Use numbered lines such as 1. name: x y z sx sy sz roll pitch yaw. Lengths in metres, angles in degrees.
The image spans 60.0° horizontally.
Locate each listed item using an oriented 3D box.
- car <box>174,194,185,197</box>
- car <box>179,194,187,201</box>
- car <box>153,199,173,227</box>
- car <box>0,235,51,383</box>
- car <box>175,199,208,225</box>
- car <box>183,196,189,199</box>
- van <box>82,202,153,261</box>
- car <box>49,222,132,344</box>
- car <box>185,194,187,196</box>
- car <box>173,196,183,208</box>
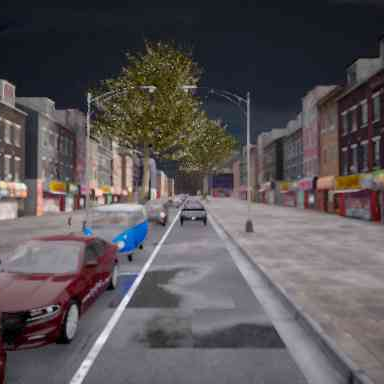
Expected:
1. car: -2.606 1.589 56.123 1.752 1.417 4.829 2 0 0
2. car: -2.593 1.476 95.039 2.192 1.841 5.009 1 0 0
3. car: -2.609 1.457 23.082 1.967 1.590 4.097 2 0 0
4. car: -2.610 1.316 0.941 2.192 1.841 5.009 2 0 0
5. car: 0.105 1.509 24.201 2.128 1.511 4.902 0 0 0
6. car: 0.109 1.603 42.598 1.994 1.385 4.181 0 0 0
7. van: -2.609 1.350 12.012 1.690 1.788 3.998 2 0 0
8. car: -2.616 1.550 6.476 1.887 1.381 4.507 2 0 0
9. car: -2.603 1.667 72.898 1.947 1.339 4.313 2 0 0
10. car: -2.609 1.626 45.222 1.802 1.307 4.206 2 0 0
